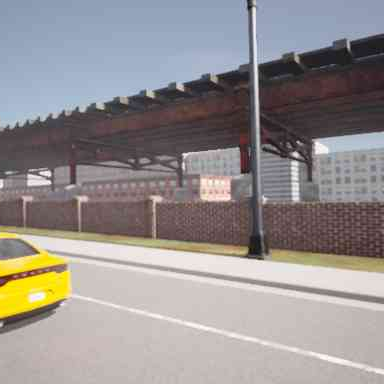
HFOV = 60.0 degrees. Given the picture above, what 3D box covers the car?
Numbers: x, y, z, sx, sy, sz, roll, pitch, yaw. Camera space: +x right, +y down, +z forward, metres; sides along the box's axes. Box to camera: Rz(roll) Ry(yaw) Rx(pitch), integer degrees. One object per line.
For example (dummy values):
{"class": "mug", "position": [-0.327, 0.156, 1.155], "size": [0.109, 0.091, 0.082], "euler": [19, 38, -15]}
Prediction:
{"class": "car", "position": [-4.565, 1.540, 6.654], "size": [5.008, 1.535, 1.882], "euler": [0, 0, 33]}
